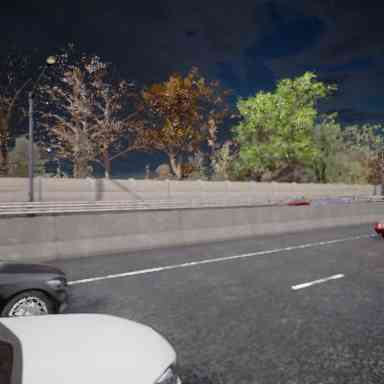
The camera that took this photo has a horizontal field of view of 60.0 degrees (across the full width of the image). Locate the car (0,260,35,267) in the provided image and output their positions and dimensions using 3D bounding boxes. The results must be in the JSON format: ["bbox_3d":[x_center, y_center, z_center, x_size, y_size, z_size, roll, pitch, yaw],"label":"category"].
[{"bbox_3d":[-4.309,1.528,4.971,4.674,1.442,1.812,0,0,-35],"label":"car"}]

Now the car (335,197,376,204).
[{"bbox_3d":[16.654,1.411,33.059,4.892,1.490,1.837,0,0,-35],"label":"car"}]

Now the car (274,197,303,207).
[{"bbox_3d":[11.498,1.386,37.979,5.008,1.535,1.882,0,0,-35],"label":"car"}]

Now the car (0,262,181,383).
[{"bbox_3d":[-2.234,1.528,2.152,4.674,1.442,1.812,0,0,-36],"label":"car"}]

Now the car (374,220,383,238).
[{"bbox_3d":[10.618,1.542,15.616,4.718,1.301,1.895,0,0,-36],"label":"car"}]

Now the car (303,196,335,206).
[{"bbox_3d":[14.511,1.258,35.828,4.553,1.767,2.097,0,0,-35],"label":"car"}]
